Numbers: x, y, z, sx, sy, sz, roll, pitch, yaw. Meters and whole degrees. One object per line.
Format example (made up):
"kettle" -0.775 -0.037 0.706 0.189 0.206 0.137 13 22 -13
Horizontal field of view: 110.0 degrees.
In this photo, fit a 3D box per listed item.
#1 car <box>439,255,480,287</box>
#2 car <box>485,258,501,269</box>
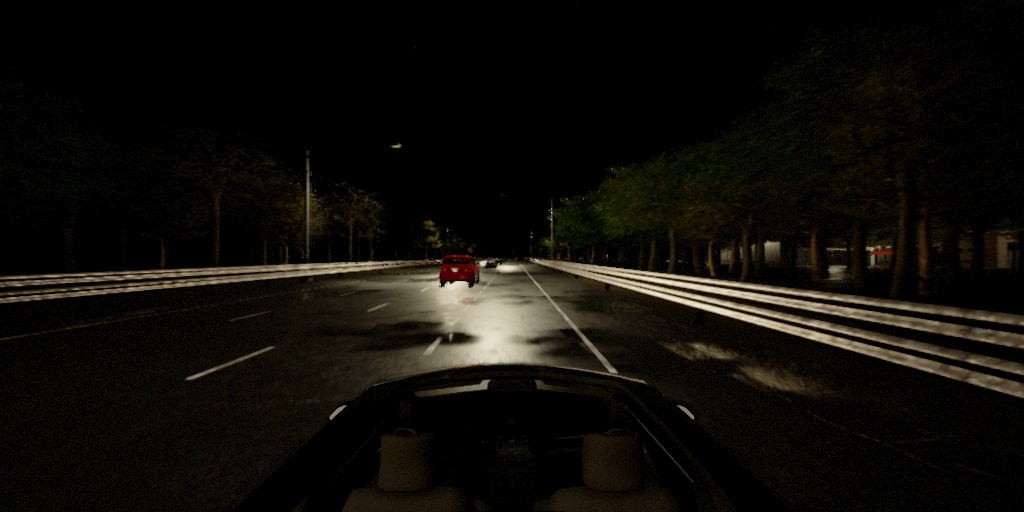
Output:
"car" -3.470 0.987 24.467 2.150 2.045 5.566 0 0 0
"car" -3.336 1.338 58.510 2.033 1.411 5.357 0 0 0
